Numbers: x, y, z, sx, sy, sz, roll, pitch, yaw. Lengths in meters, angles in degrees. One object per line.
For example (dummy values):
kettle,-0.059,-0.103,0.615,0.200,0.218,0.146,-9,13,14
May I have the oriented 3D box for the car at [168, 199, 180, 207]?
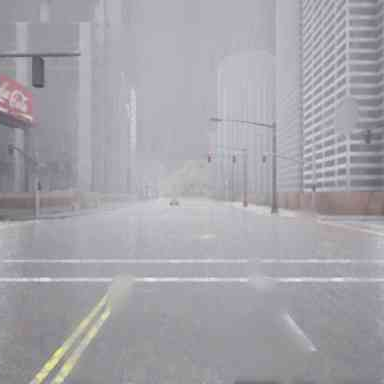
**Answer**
car,-3.525,2.124,65.679,1.837,1.490,4.892,0,0,0
